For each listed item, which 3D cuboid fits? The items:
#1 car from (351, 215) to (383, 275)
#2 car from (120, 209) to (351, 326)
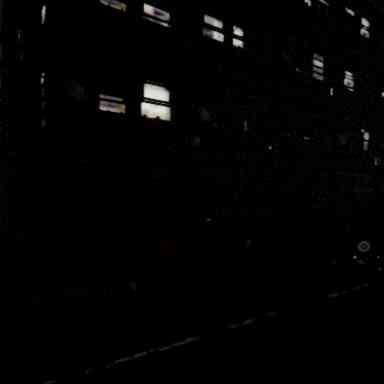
[{"bbox_3d":[5.597,1.486,10.576,4.097,1.590,1.967,0,0,-36],"label":"car"},{"bbox_3d":[1.017,1.337,7.294,5.009,1.841,2.192,0,0,-36],"label":"car"}]
